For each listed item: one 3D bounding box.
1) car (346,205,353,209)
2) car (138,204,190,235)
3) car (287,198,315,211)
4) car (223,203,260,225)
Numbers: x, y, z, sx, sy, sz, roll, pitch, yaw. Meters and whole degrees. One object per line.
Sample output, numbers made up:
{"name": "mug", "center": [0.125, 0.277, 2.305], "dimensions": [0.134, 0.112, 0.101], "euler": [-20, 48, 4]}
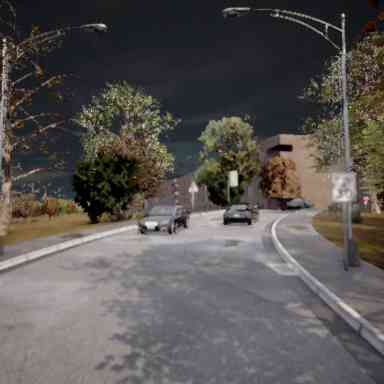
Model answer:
{"name": "car", "center": [23.644, 2.509, 51.650], "dimensions": [4.674, 1.442, 1.812], "euler": [5, -6, -29]}
{"name": "car", "center": [-1.444, 1.472, 18.741], "dimensions": [2.128, 1.511, 4.902], "euler": [-1, 0, 14]}
{"name": "car", "center": [12.601, 1.440, 38.363], "dimensions": [1.994, 1.385, 4.181], "euler": [-4, -5, 41]}
{"name": "car", "center": [3.514, 1.444, 23.122], "dimensions": [1.994, 1.385, 4.181], "euler": [-2, 0, 20]}
